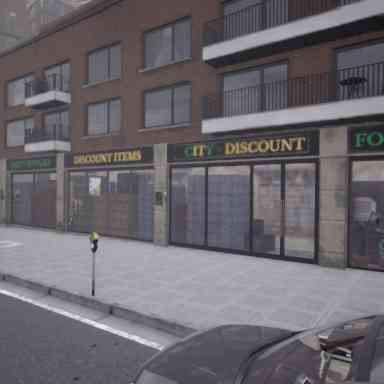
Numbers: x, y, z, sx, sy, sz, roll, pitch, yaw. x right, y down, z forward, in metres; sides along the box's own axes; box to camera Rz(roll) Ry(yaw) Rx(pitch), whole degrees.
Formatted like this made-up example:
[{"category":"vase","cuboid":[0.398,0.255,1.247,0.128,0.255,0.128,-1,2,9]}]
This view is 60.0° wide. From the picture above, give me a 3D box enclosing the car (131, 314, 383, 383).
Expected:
[{"category":"car","cuboid":[1.447,1.551,2.040,4.403,1.369,2.008,0,1,35]}]
